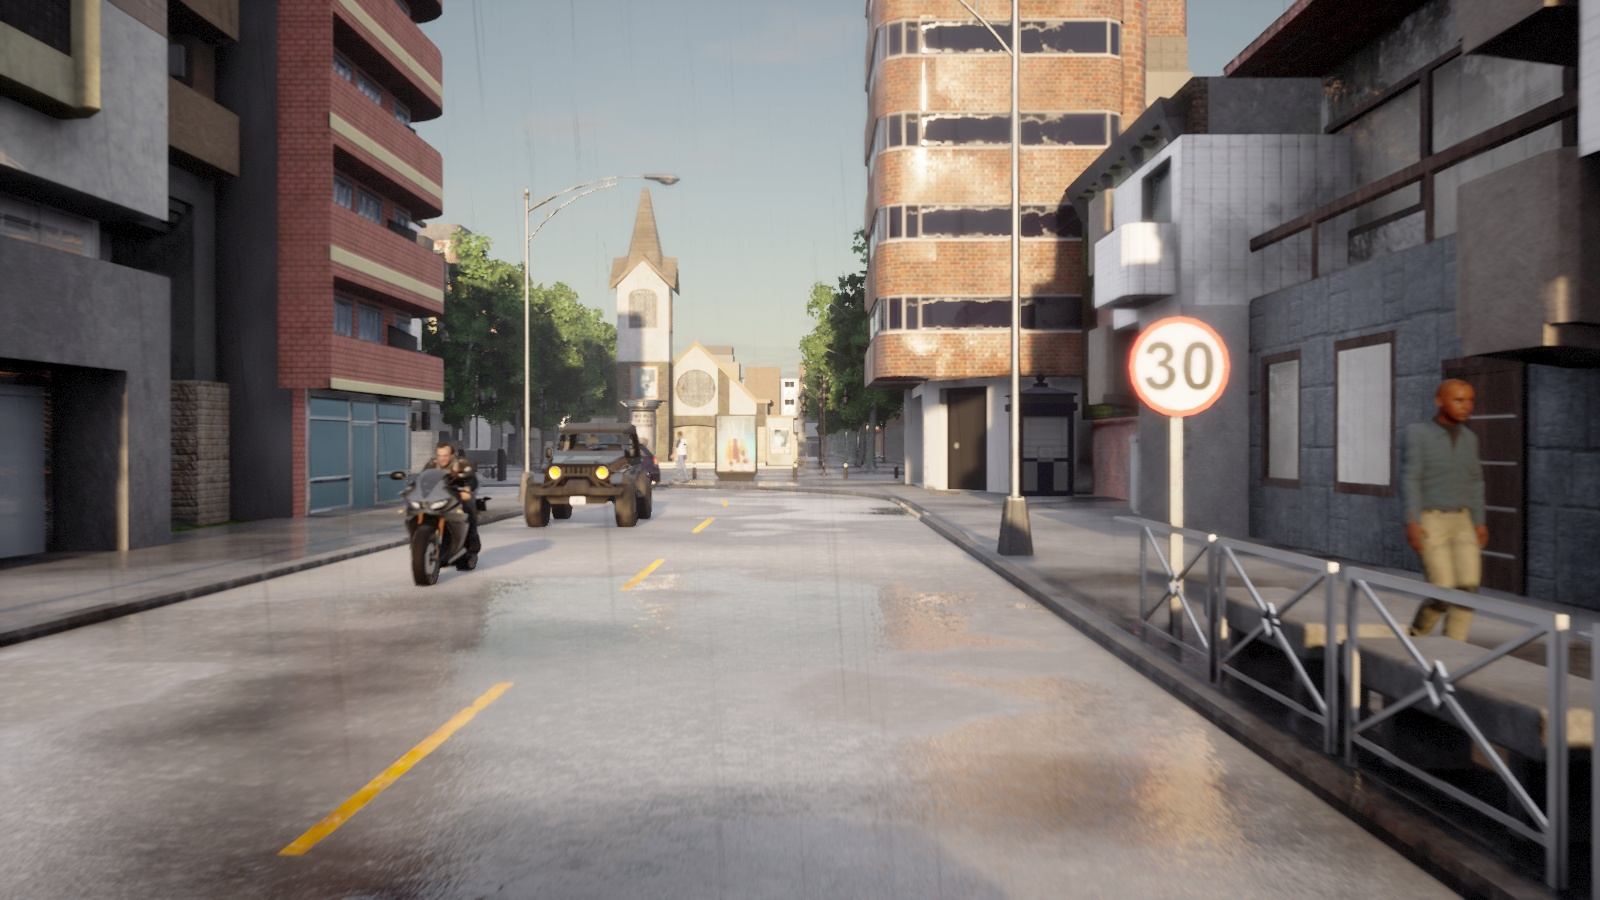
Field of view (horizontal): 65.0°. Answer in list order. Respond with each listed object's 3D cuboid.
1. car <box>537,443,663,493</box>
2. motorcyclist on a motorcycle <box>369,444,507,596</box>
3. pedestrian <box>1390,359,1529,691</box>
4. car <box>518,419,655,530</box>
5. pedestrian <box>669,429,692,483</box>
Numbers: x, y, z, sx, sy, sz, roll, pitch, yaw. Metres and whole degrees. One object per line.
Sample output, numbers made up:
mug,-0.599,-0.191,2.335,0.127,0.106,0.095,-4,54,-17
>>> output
car,-6.263,0.535,39.311,3.633,1.501,1.845,0,0,35
motorcyclist on a motorcycle,-3.910,0.701,13.755,0.866,1.530,2.191,0,0,0
pedestrian,3.828,0.415,7.325,0.370,1.835,0.726,0,0,-6
car,-3.855,0.408,23.273,1.905,1.878,3.866,0,0,0
pedestrian,-4.155,0.207,43.560,0.706,1.836,0.354,0,0,27
